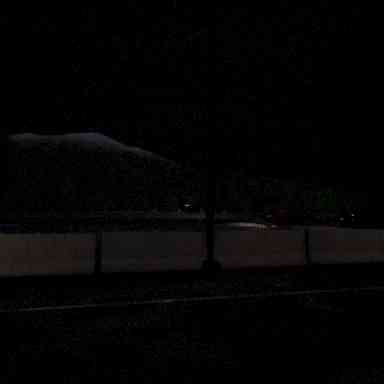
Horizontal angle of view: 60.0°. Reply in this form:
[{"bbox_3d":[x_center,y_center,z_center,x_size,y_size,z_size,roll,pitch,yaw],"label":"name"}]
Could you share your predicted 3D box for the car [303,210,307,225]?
[{"bbox_3d":[8.280,2.091,28.988,4.674,1.442,1.812,1,-1,-12],"label":"car"}]
